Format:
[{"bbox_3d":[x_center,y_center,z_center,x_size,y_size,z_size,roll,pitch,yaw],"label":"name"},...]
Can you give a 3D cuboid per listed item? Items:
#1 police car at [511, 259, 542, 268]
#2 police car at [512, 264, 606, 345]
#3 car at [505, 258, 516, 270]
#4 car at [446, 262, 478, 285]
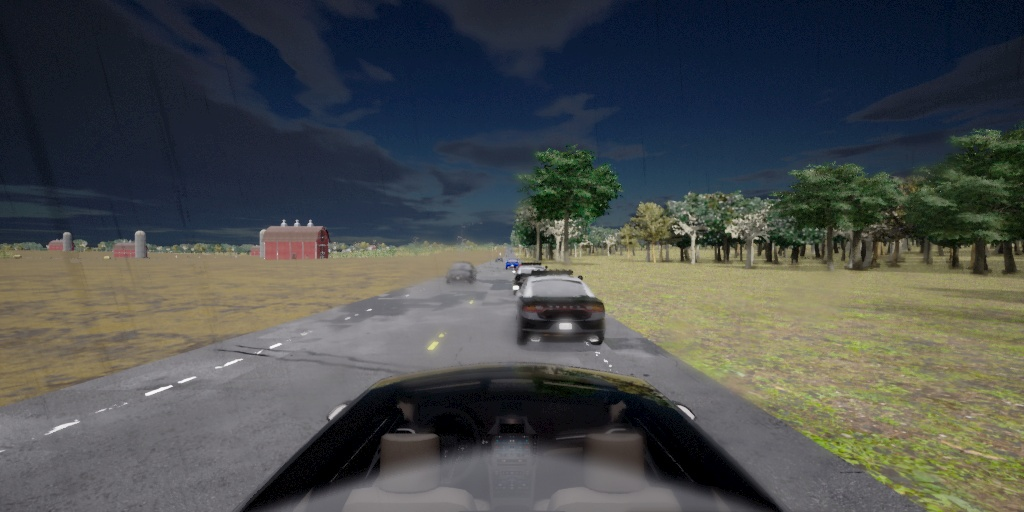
[{"bbox_3d":[1.053,1.164,19.613,1.930,1.638,5.238,0,0,0],"label":"police car"},{"bbox_3d":[1.052,1.171,9.612,1.930,1.638,5.238,0,0,0],"label":"police car"},{"bbox_3d":[0.071,1.147,51.655,1.882,1.535,5.008,0,0,0],"label":"car"},{"bbox_3d":[-3.597,1.236,26.218,1.837,1.490,4.892,0,0,0],"label":"car"}]
